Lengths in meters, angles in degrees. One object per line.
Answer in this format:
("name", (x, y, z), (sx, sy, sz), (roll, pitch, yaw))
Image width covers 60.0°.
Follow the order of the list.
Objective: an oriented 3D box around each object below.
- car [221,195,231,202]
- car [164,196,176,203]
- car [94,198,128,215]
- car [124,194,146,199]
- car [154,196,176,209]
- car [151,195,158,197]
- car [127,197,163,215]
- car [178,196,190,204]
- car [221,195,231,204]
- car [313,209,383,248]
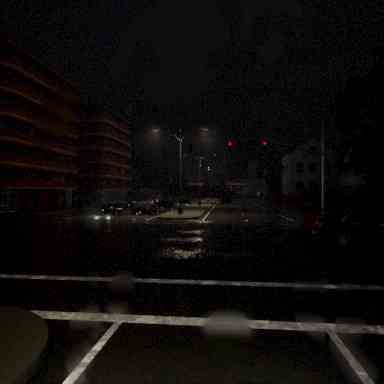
("car", (7.679, 1.523, 75.645), (2.128, 1.511, 4.902), (0, 0, 6))
("car", (-4.524, 1.509, 69.438), (1.812, 1.442, 4.674), (0, 0, 6))
("car", (-8.294, 1.564, 33.725), (1.994, 1.385, 4.181), (0, 0, 6))
("car", (-7.338, 1.219, 43.026), (2.150, 2.045, 5.566), (0, 0, 6))
("car", (-3.598, 1.547, 45.158), (2.033, 1.411, 5.357), (0, 0, 6))
("car", (-6.113, 1.351, 54.846), (2.097, 1.767, 4.553), (0, 0, 6))
("car", (-4.750, 1.547, 34.292), (2.033, 1.411, 5.357), (0, 0, 4))
("car", (-1.462, 1.477, 65.324), (1.882, 1.535, 5.008), (0, 0, 6))
("car", (6.743, 1.505, 65.602), (1.837, 1.490, 4.892), (0, 0, 6))
("car", (7.685, 1.505, 13.991), (4.892, 1.490, 1.837), (0, 1, 13))
